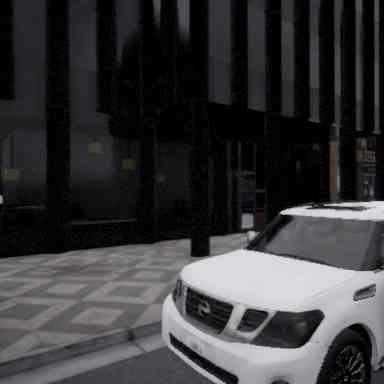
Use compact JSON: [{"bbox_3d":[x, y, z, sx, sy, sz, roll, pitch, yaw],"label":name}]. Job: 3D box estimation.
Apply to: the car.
[{"bbox_3d":[2.291,1.202,5.011,5.566,2.045,2.150,0,0,-35],"label":"car"}]
